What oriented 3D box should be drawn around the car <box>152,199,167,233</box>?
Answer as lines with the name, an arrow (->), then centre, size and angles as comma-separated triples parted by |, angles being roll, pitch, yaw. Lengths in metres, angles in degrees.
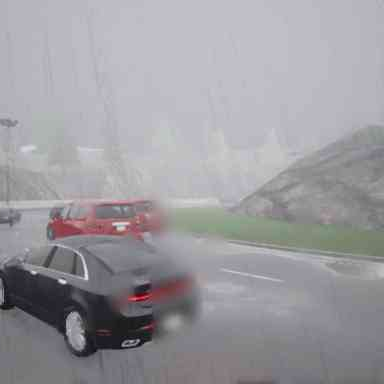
car -> -3.458, 1.404, 18.506 | 2.150, 2.045, 5.566 | 0, 0, -33

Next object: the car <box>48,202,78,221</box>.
car -> -12.093, 1.792, 31.427 | 1.837, 1.490, 4.892 | 0, 0, -11

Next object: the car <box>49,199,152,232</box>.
car -> -4.087, 1.350, 13.436 | 2.150, 2.045, 5.566 | 0, -1, -39

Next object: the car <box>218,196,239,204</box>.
car -> 9.352, 2.012, 85.477 | 5.566, 2.045, 2.150 | 0, -1, -24

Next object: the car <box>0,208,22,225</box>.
car -> -14.010, 1.814, 24.747 | 1.895, 1.301, 4.718 | 0, -1, -19

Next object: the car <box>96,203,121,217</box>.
car -> -9.246, 1.921, 37.308 | 1.994, 1.385, 4.181 | 0, -1, -3

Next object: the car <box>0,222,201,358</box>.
car -> -2.045, 1.565, 6.219 | 4.892, 1.490, 1.837 | 0, 0, 42
